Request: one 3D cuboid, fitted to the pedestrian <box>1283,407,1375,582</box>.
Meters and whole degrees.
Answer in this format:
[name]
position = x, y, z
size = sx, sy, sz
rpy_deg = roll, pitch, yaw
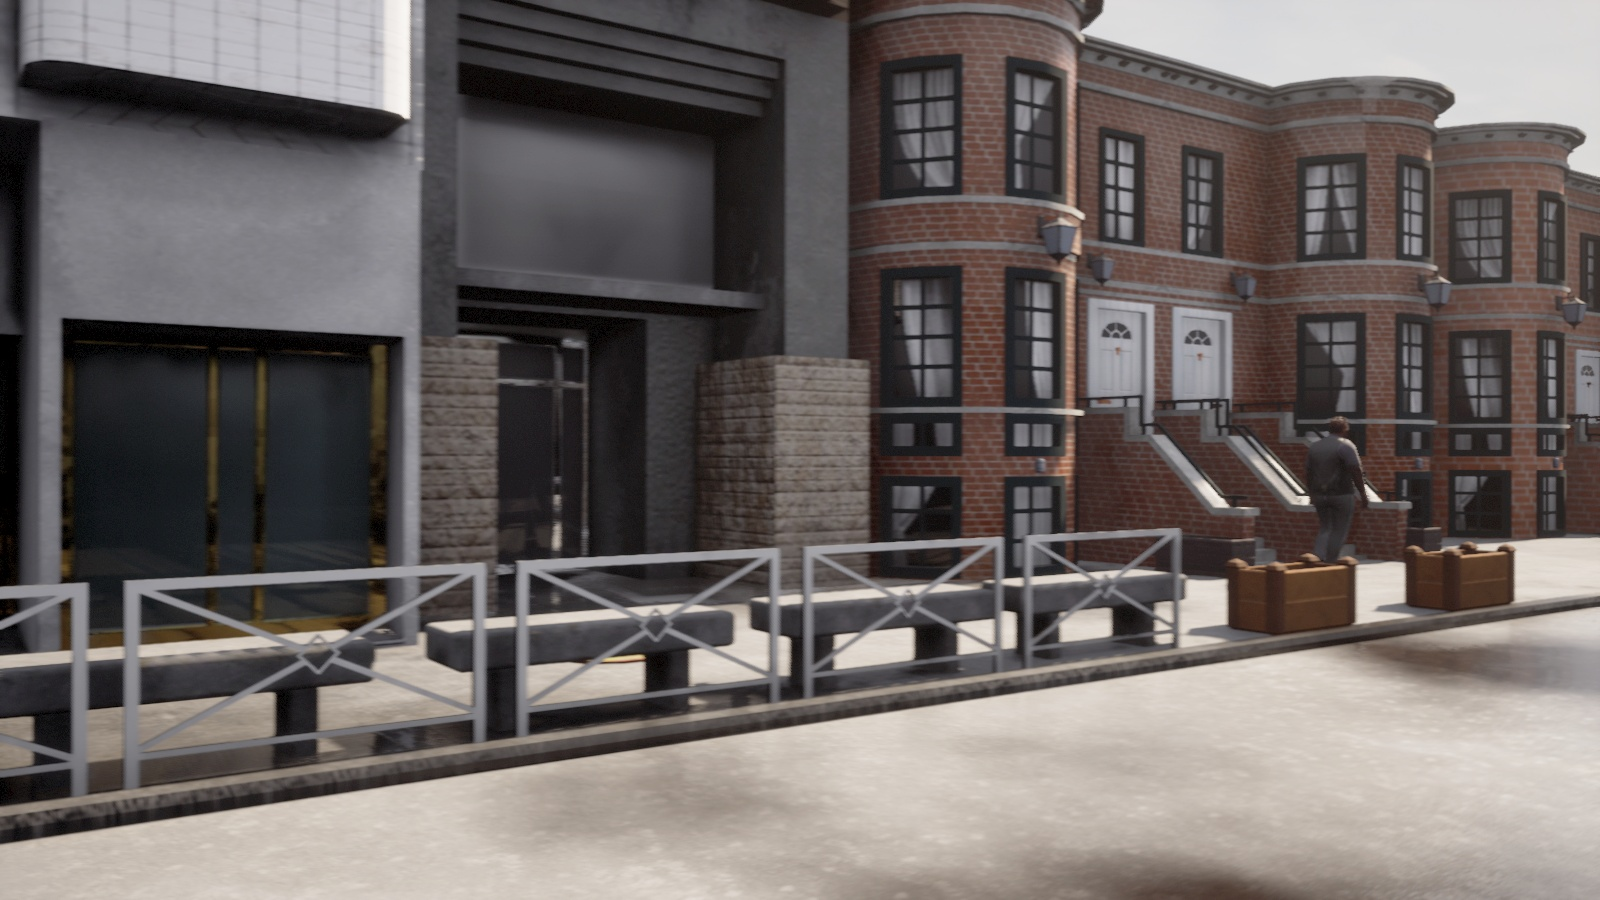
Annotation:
[pedestrian]
position = 5.872, 0.476, 13.939
size = 0.849, 1.883, 0.563
rpy_deg = 0, 0, -34
